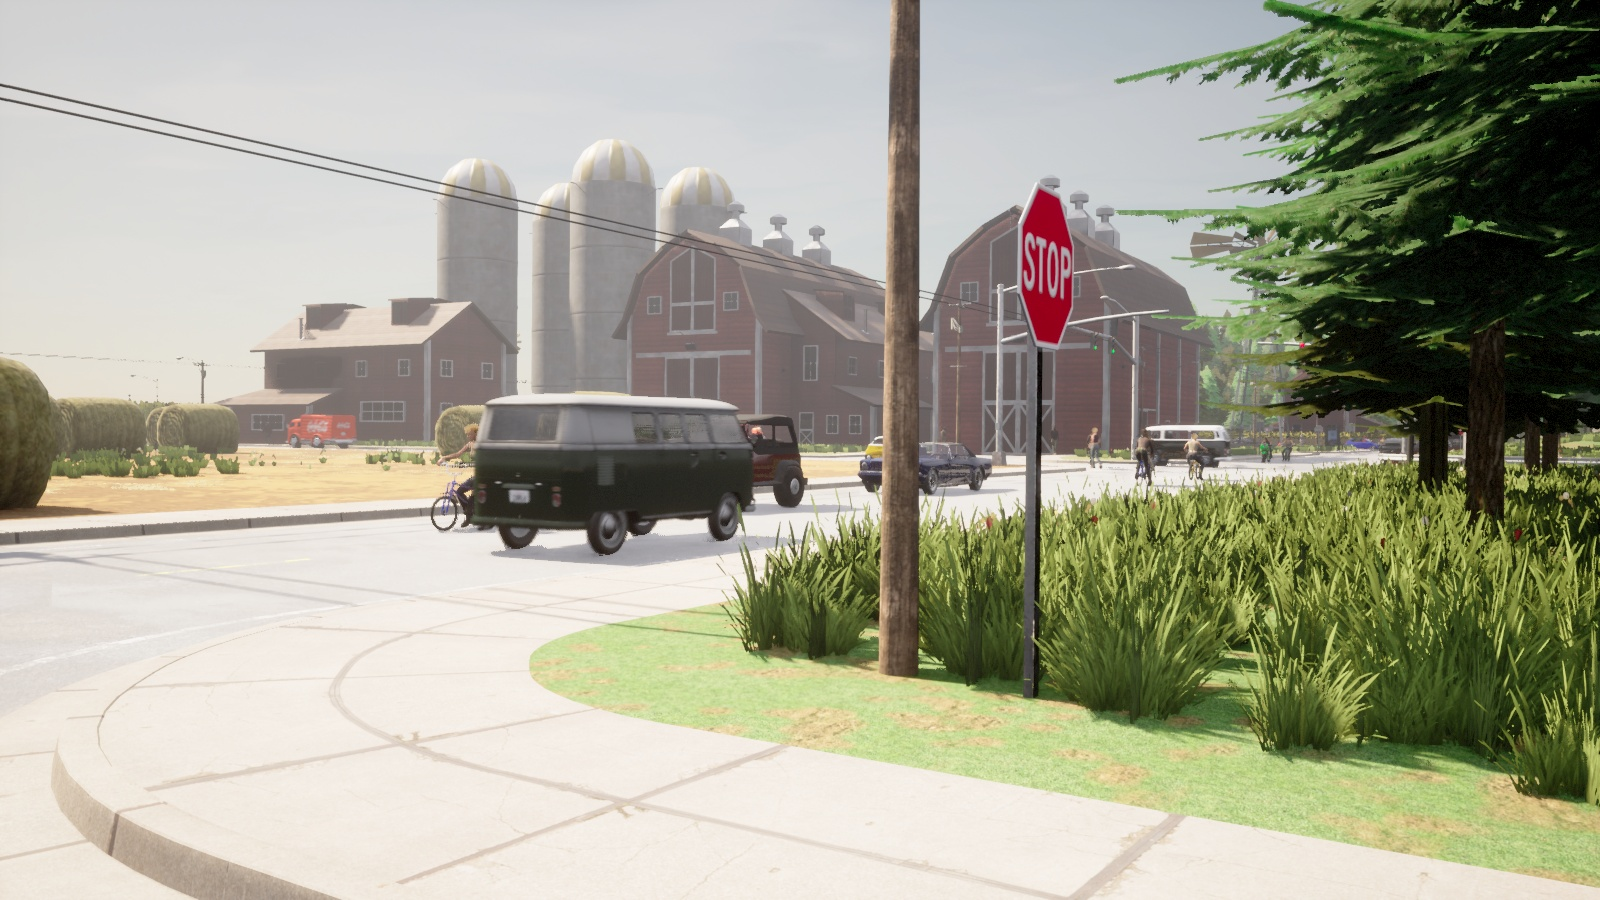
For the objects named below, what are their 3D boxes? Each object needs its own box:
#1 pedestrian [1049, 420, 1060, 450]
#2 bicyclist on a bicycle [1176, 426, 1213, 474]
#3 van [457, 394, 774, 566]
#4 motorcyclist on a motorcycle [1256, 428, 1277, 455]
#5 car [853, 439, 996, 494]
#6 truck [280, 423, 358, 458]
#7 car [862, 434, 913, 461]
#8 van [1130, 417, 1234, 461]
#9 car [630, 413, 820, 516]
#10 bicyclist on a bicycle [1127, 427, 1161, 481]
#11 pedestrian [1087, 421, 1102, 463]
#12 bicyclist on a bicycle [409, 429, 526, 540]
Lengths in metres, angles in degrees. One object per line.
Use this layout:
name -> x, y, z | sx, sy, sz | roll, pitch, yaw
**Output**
pedestrian -> 15.414, -0.896, 76.028 | 0.431, 1.840, 0.703 | -1, 1, -6
bicyclist on a bicycle -> 13.684, -0.015, 43.524 | 0.866, 1.612, 1.509 | 0, 1, 31
van -> -2.281, 0.310, 16.793 | 1.775, 1.987, 4.442 | 0, 1, 30
motorcyclist on a motorcycle -> 26.969, -0.487, 72.584 | 0.797, 1.523, 2.044 | 0, 1, 31
car -> 3.359, 0.385, 33.049 | 1.895, 1.301, 4.718 | 0, 1, 31
truck -> -35.120, -0.681, 91.702 | 5.204, 2.467, 2.627 | 0, 1, 30
car -> 4.517, -0.138, 64.968 | 2.207, 1.376, 1.481 | 0, 1, 30
van -> 18.523, -0.529, 60.974 | 4.480, 2.038, 2.069 | 0, 1, 30
car -> -1.407, 0.233, 25.069 | 1.905, 1.878, 3.866 | 0, 1, 31
bicyclist on a bicycle -> 10.448, 0.104, 38.094 | 0.582, 1.620, 1.656 | 0, 1, 31
pedestrian -> 12.998, -0.340, 55.340 | 0.345, 1.836, 0.594 | -1, 1, -24
bicyclist on a bicycle -> -5.018, 0.488, 19.032 | 0.866, 1.612, 1.509 | 0, 1, 31
